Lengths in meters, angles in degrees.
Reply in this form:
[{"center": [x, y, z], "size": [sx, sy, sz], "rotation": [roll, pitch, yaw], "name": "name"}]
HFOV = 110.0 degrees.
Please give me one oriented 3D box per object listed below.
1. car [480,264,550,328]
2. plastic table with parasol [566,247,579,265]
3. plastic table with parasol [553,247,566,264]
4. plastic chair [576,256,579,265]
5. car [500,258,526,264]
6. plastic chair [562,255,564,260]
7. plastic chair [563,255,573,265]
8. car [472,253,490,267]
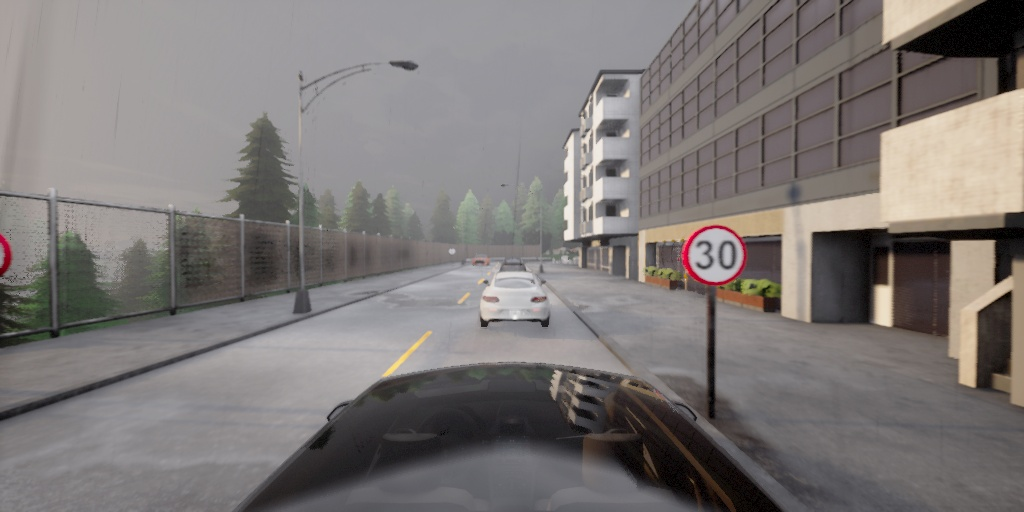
[{"center": [0.077, 1.146, 10.755], "size": [1.812, 1.442, 4.674], "rotation": [0, 1, 0], "name": "car"}, {"center": [9.242, -0.007, 49.254], "size": [2.482, 2.480, 2.482], "rotation": [0, 0, 0], "name": "plastic table with parasol"}, {"center": [7.781, -0.069, 53.563], "size": [2.482, 2.480, 2.482], "rotation": [0, 0, 0], "name": "plastic table with parasol"}, {"center": [9.254, 0.617, 47.825], "size": [0.750, 1.272, 0.730], "rotation": [0, 0, 10], "name": "plastic chair"}, {"center": [0.085, 0.870, 27.610], "size": [2.128, 1.511, 4.902], "rotation": [0, 1, 0], "name": "car"}, {"center": [8.001, 0.555, 52.153], "size": [0.750, 1.272, 0.730], "rotation": [0, 0, 10], "name": "plastic chair"}, {"center": [7.763, 0.594, 49.444], "size": [0.730, 1.272, 0.750], "rotation": [0, 0, 10], "name": "plastic chair"}, {"center": [-4.093, 0.442, 47.631], "size": [2.097, 1.767, 4.553], "rotation": [0, 1, 0], "name": "car"}]
